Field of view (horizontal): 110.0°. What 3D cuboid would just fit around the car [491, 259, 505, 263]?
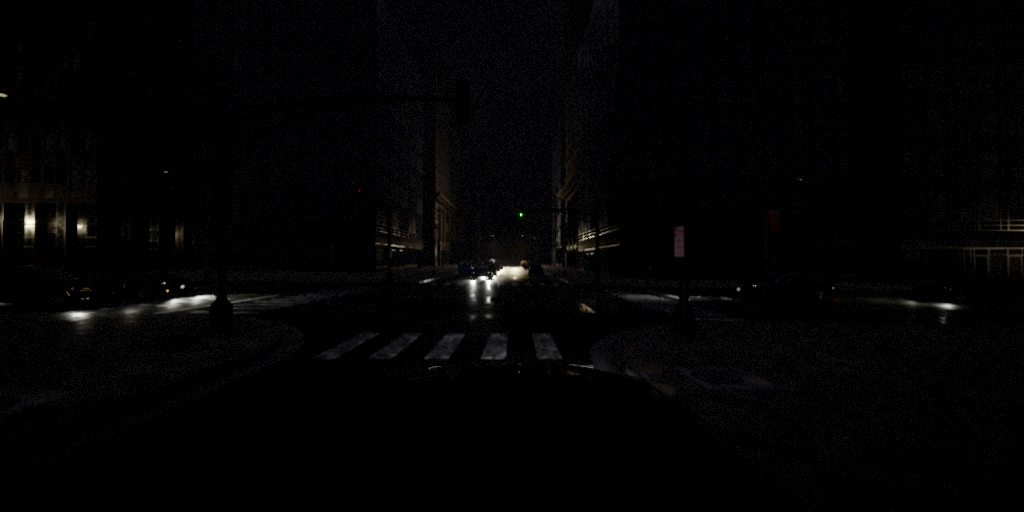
[{"bbox_3d":[-2.676,1.794,65.178,1.812,1.442,4.674,0,0,1],"label":"car"}]

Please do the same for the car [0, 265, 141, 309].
[{"bbox_3d":[-17.605,1.102,13.550,5.008,1.535,1.882,1,-1,0],"label":"car"}]

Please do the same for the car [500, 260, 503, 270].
[{"bbox_3d":[-2.776,1.722,55.225,1.812,1.442,4.674,0,0,0],"label":"car"}]

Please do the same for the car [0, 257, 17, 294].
[{"bbox_3d":[-27.023,0.898,16.862,4.553,1.767,2.097,1,-1,0],"label":"car"}]

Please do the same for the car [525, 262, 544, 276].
[{"bbox_3d":[2.896,1.676,44.060,1.948,1.339,4.313,0,0,0],"label":"car"}]

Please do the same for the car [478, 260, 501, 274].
[{"bbox_3d":[-2.859,1.612,45.325,2.128,1.511,4.902,0,0,0],"label":"car"}]

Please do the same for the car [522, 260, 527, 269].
[{"bbox_3d":[3.011,1.821,61.007,1.802,1.307,4.207,0,0,0],"label":"car"}]

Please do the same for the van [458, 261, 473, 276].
[{"bbox_3d":[-5.630,1.451,44.116,1.690,1.789,3.998,0,0,0],"label":"van"}]

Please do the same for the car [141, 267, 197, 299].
[{"bbox_3d":[-17.413,1.233,16.798,4.181,1.385,1.994,1,-1,0],"label":"car"}]

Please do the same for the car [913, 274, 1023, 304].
[{"bbox_3d":[25.491,1.764,19.987,5.008,1.535,1.882,1,-1,0],"label":"car"}]

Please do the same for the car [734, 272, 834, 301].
[{"bbox_3d":[15.104,1.638,20.059,4.902,1.511,2.128,1,-1,-1],"label":"car"}]

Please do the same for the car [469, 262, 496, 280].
[{"bbox_3d":[-2.917,1.573,36.208,1.812,1.442,4.674,0,0,0],"label":"car"}]

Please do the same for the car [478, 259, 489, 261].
[{"bbox_3d":[-5.514,1.679,61.063,1.967,1.591,4.097,0,0,0],"label":"car"}]
